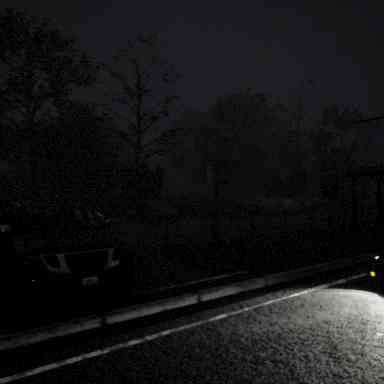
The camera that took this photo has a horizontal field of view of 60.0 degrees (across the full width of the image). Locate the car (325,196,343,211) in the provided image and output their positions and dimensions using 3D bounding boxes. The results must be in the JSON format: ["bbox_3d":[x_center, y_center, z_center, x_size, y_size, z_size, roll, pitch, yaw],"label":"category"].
[{"bbox_3d":[13.101,1.263,36.057,2.097,1.535,5.008,0,0,-36],"label":"car"}]

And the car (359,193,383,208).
[{"bbox_3d":[19.985,1.205,40.740,1.946,1.575,5.366,0,0,-36],"label":"car"}]

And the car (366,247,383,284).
[{"bbox_3d":[6.062,1.499,8.003,4.181,1.385,1.994,-1,0,-35],"label":"car"}]

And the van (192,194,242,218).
[{"bbox_3d":[1.744,1.135,28.077,1.878,1.987,4.442,-1,0,-36],"label":"van"}]

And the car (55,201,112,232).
[{"bbox_3d":[-7.112,1.438,21.377,1.946,1.575,5.366,-1,0,-36],"label":"car"}]

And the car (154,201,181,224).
[{"bbox_3d":[-2.686,1.431,24.732,2.163,1.488,4.792,-1,0,-36],"label":"car"}]

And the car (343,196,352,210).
[{"bbox_3d":[15.366,1.246,37.661,2.231,1.521,4.892,0,0,-36],"label":"car"}]

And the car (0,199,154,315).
[{"bbox_3d":[-3.408,1.223,8.141,2.435,2.045,5.566,0,0,-36],"label":"car"}]

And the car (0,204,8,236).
[{"bbox_3d":[-11.739,1.483,18.306,2.231,1.521,4.892,-1,0,-36],"label":"car"}]

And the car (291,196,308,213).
[{"bbox_3d":[8.590,1.342,32.823,2.002,1.452,4.674,-1,0,-36],"label":"car"}]

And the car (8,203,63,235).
[{"bbox_3d":[-9.494,1.491,19.938,2.163,1.488,4.792,-1,0,-36],"label":"car"}]

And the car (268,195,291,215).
[{"bbox_3d":[6.333,1.321,31.207,2.097,1.535,5.008,-1,0,-36],"label":"car"}]

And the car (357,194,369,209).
[{"bbox_3d":[17.603,1.256,39.303,2.163,1.488,4.792,0,0,-36],"label":"car"}]

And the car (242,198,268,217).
[{"bbox_3d":[4.073,1.381,29.594,2.002,1.452,4.674,-1,0,-36],"label":"car"}]

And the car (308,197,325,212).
[{"bbox_3d":[10.827,1.157,34.463,2.185,1.767,4.553,0,0,-36],"label":"car"}]
